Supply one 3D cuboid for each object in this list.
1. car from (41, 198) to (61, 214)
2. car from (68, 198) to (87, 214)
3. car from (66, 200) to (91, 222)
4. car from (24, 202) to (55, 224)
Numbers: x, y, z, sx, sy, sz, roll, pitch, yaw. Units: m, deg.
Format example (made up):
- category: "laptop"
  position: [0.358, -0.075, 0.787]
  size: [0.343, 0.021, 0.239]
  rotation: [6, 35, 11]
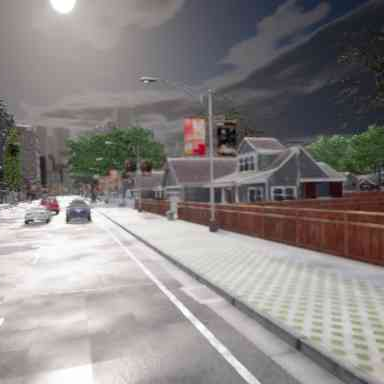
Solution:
- category: "car"
  position: [-17.888, 1.732, 42.003]
  size: [2.150, 2.045, 5.566]
  rotation: [-2, 0, -19]
- category: "car"
  position: [-14.886, 1.774, 43.270]
  size: [2.097, 1.767, 4.553]
  rotation: [-2, 0, -19]
- category: "car"
  position: [-10.309, 1.649, 30.223]
  size: [2.097, 1.767, 4.553]
  rotation: [-2, 0, -19]
- category: "car"
  position: [-13.193, 1.907, 28.714]
  size: [1.812, 1.442, 4.674]
  rotation: [-2, 0, -19]
